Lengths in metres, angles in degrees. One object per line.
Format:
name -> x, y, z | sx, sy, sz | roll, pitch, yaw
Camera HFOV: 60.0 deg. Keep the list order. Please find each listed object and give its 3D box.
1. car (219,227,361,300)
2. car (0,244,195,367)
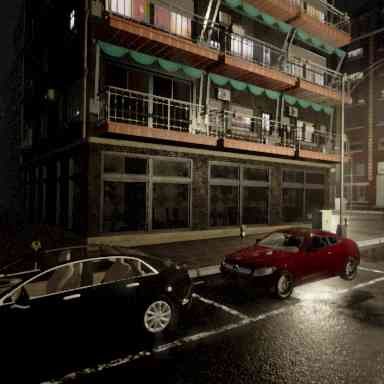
car -> 2.615, 1.584, 8.375 | 4.206, 1.307, 1.802 | 0, 1, -36
car -> -2.011, 1.551, 5.068 | 4.403, 1.369, 2.008 | 0, 1, -36
